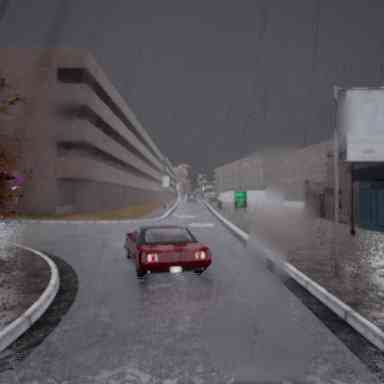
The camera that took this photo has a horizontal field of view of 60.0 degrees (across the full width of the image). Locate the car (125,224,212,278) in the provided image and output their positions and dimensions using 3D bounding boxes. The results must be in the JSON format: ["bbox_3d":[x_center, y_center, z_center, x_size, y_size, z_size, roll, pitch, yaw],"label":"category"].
[{"bbox_3d":[-1.001,1.653,10.344,1.895,1.301,4.718,0,-1,-16],"label":"car"}]

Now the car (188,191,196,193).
[{"bbox_3d":[0.003,0.889,78.663,2.150,2.045,5.566,0,0,0],"label":"car"}]

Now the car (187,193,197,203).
[{"bbox_3d":[0.003,1.436,68.202,2.033,1.411,5.357,0,1,0],"label":"car"}]
